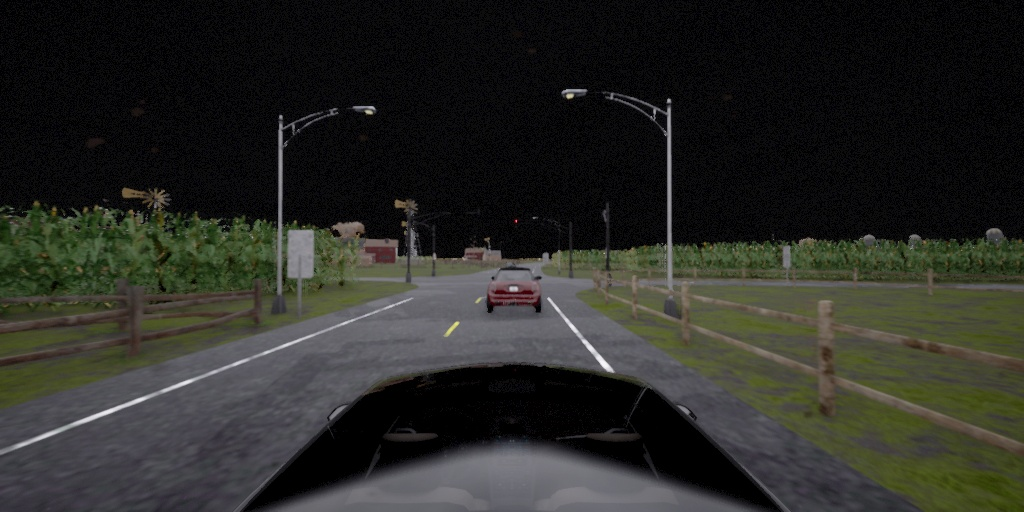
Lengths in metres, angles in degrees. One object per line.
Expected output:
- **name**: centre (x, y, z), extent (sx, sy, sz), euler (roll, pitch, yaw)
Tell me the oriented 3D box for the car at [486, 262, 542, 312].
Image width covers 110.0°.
- **car**: centre (0.190, 1.247, 15.216), extent (2.097, 1.767, 4.553), euler (0, -1, 3)
